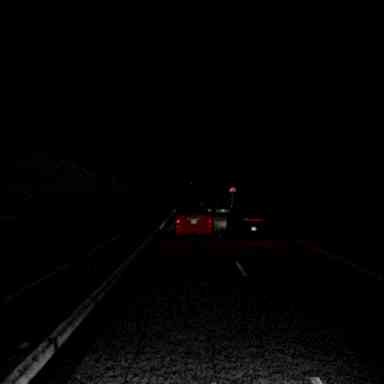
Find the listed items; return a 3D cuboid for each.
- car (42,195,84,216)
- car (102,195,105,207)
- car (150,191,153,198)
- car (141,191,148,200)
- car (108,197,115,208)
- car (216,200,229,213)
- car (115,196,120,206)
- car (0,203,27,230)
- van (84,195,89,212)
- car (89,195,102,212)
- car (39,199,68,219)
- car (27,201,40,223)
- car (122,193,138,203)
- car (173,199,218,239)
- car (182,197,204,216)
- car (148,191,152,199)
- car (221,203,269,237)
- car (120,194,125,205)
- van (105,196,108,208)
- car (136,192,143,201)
[{"bbox_3d":[-13.902,1.373,32.903,5.566,2.045,2.435,-1,0,-20],"label":"car"},{"bbox_3d":[-13.863,1.582,41.869,4.892,1.521,2.231,-1,1,-20],"label":"car"},{"bbox_3d":[-13.884,1.035,86.834,5.566,2.045,2.435,-1,1,-20],"label":"car"},{"bbox_3d":[-13.835,1.139,77.854,5.566,2.045,2.435,-1,0,-20],"label":"car"},{"bbox_3d":[-13.840,1.426,47.843,4.553,1.767,2.185,-1,1,-20],"label":"car"},{"bbox_3d":[3.090,1.609,35.366,2.128,1.511,4.902,0,0,0],"label":"car"},{"bbox_3d":[-13.862,1.578,50.816,4.674,1.452,2.002,-1,1,-20],"label":"car"},{"bbox_3d":[-13.704,1.633,21.049,5.366,1.575,1.946,-1,0,-20],"label":"car"},{"bbox_3d":[-13.766,1.383,35.946,4.442,1.987,1.878,-1,0,-20],"label":"van"},{"bbox_3d":[-13.849,1.344,38.899,5.566,2.045,2.435,-1,0,-20],"label":"car"},{"bbox_3d":[-13.869,1.672,29.933,4.674,1.452,2.002,-1,0,-20],"label":"car"},{"bbox_3d":[-13.847,1.671,23.976,4.792,1.488,2.163,-1,0,-20],"label":"car"},{"bbox_3d":[-13.836,1.494,65.840,4.792,1.488,2.163,-1,0,-20],"label":"car"},{"bbox_3d":[0.096,1.490,18.403,2.097,1.767,4.553,0,0,0],"label":"car"},{"bbox_3d":[0.090,1.471,35.118,2.097,1.767,4.553,0,0,0],"label":"car"},{"bbox_3d":[-13.684,1.319,83.910,5.366,1.575,1.946,-1,0,-20],"label":"car"},{"bbox_3d":[3.095,1.631,19.065,2.128,1.511,4.902,0,0,0],"label":"car"},{"bbox_3d":[-13.840,1.552,53.835,4.792,1.488,2.163,-1,0,-20],"label":"car"},{"bbox_3d":[-13.980,1.343,44.808,4.442,1.987,1.878,-1,1,-20],"label":"van"},{"bbox_3d":[-14.032,1.432,71.764,5.366,1.575,1.946,-1,1,-20],"label":"car"}]
